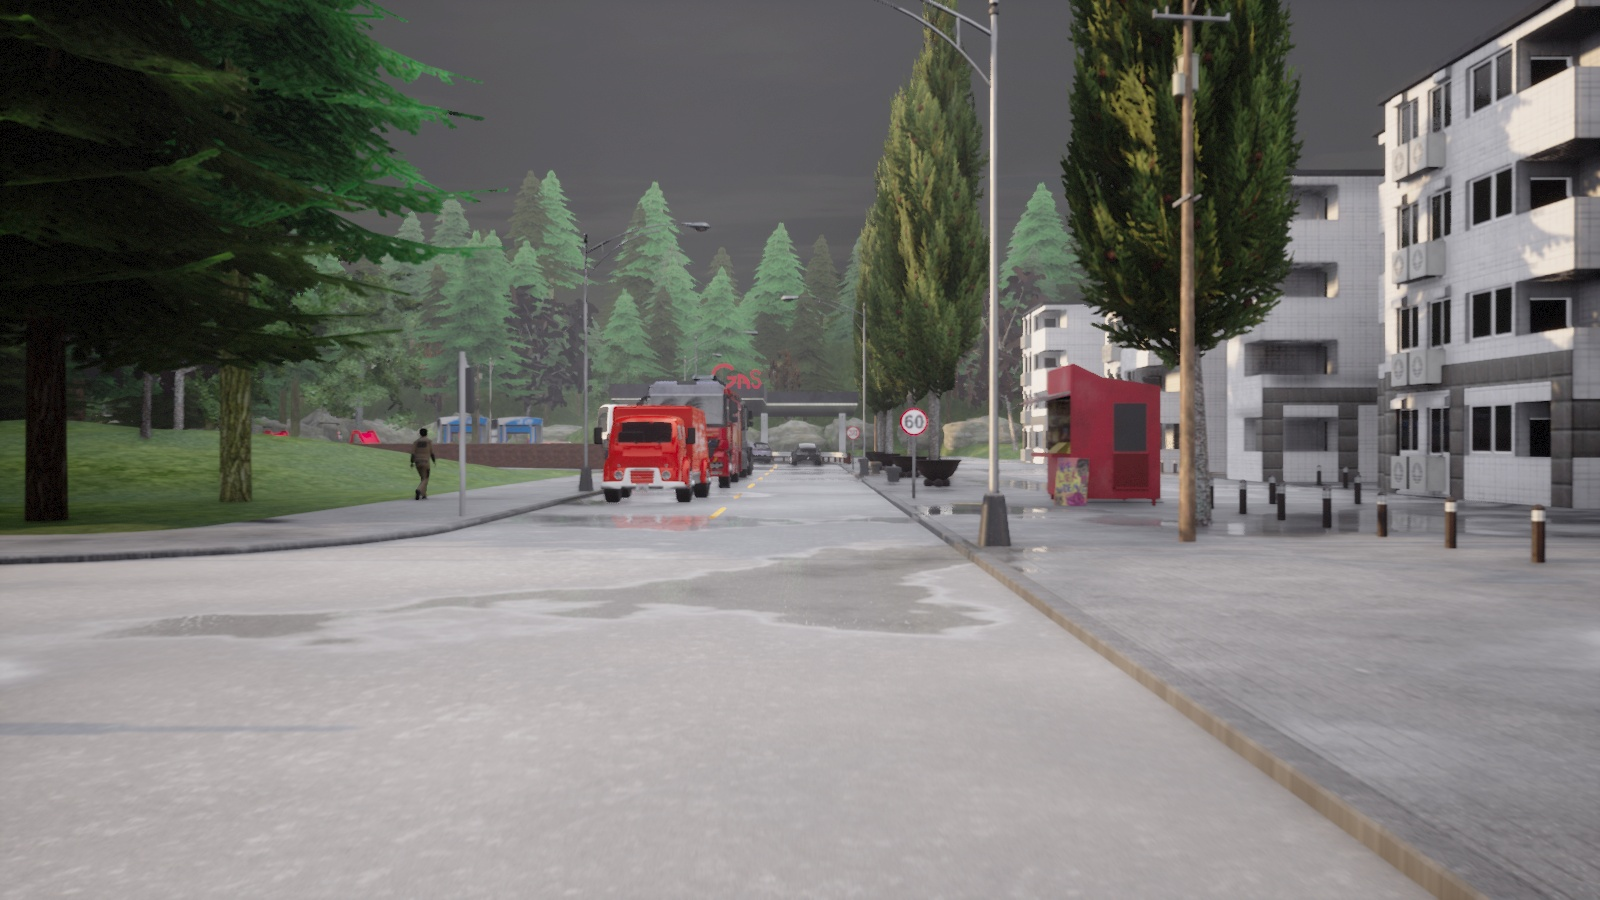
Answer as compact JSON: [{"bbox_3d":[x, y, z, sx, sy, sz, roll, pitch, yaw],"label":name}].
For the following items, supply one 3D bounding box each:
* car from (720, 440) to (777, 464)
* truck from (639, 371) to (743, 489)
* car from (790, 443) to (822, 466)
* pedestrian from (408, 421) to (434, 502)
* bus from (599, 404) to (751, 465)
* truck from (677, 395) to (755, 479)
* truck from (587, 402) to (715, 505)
[{"bbox_3d":[-3.868,0.142,93.368,2.033,1.649,4.856,2,-1,-33],"label":"car"},{"bbox_3d":[-3.719,-0.678,44.807,2.891,3.827,8.468,0,0,1],"label":"truck"},{"bbox_3d":[0.380,0.272,83.827,1.837,1.490,4.892,0,0,-4],"label":"car"},{"bbox_3d":[-9.228,0.273,30.595,0.396,1.930,0.692,0,0,5],"label":"pedestrian"},{"bbox_3d":[-9.109,-1.162,91.422,10.273,4.253,3.944,0,1,-24],"label":"bus"},{"bbox_3d":[-3.634,-0.560,56.169,2.891,3.462,7.936,0,0,0],"label":"truck"},{"bbox_3d":[-3.774,0.068,32.911,2.627,2.467,5.204,0,0,1],"label":"truck"}]
